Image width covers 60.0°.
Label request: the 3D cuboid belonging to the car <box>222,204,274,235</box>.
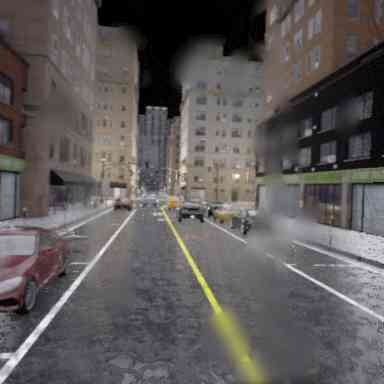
[{"bbox_3d":[3.351,1.616,19.227,2.008,1.369,4.403,1,0,-7],"label":"car"}]

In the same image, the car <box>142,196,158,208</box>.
[{"bbox_3d":[-5.446,1.220,43.083,1.812,1.442,4.674,2,0,-7],"label":"car"}]

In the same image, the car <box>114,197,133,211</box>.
[{"bbox_3d":[-7.140,1.206,34.832,1.887,1.381,4.507,1,0,-7],"label":"car"}]

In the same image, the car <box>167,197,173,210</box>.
[{"bbox_3d":[-1.854,1.309,38.688,1.882,1.535,5.008,2,0,-6],"label":"car"}]

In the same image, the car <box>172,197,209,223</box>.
[{"bbox_3d":[-0.231,1.432,25.409,1.837,1.490,4.892,2,1,-7],"label":"car"}]

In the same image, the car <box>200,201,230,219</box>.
[{"bbox_3d":[2.009,1.554,30.318,1.947,1.339,4.313,1,0,-7],"label":"car"}]

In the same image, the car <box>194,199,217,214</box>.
[{"bbox_3d":[1.337,1.530,35.863,1.802,1.307,4.206,1,0,-7],"label":"car"}]

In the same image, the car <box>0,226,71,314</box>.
[{"bbox_3d":[-3.779,1.435,7.107,1.802,1.307,4.206,1,0,-7],"label":"car"}]

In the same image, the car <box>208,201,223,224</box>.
[{"bbox_3d":[2.661,1.551,24.941,1.752,1.417,4.829,1,0,-7],"label":"car"}]
